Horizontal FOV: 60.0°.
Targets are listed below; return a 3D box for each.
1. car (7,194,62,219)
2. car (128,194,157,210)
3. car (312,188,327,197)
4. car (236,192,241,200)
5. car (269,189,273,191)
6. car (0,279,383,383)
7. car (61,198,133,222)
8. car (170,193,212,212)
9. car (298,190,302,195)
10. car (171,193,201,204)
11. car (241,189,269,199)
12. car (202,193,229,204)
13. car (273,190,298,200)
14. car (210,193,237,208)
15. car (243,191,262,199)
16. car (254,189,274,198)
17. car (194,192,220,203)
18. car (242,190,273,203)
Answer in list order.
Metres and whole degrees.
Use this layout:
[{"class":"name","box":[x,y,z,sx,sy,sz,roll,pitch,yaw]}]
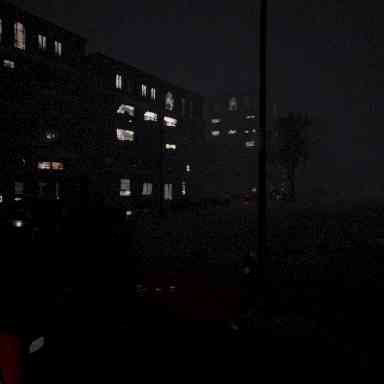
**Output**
[{"class":"car","box":[-11.906,1.206,26.373,1.882,1.535,5.008,1,1,35]},{"class":"car","box":[-5.784,1.037,35.159,1.882,1.535,5.008,1,1,35]},{"class":"car","box":[29.070,0.009,75.595,2.150,2.045,5.566,1,1,35]},{"class":"car","box":[8.737,0.650,60.527,1.947,1.339,4.313,2,2,35]},{"class":"car","box":[15.654,0.424,60.361,2.097,1.767,4.553,1,1,36]},{"class":"car","box":[-0.316,1.544,3.096,4.507,1.381,1.887,0,0,36]},{"class":"car","box":[-6.664,1.329,23.749,1.947,1.339,4.313,2,2,35]},{"class":"car","box":[-0.300,1.132,32.887,1.887,1.381,4.507,2,2,35]},{"class":"car","box":[27.831,0.114,87.947,1.887,1.381,4.507,2,2,35]},{"class":"car","box":[-0.811,0.910,46.817,1.947,1.339,4.313,2,2,35]},{"class":"car","box":[10.073,0.728,52.333,1.837,1.490,4.892,1,1,35]},{"class":"car","box":[3.459,0.871,48.378,1.994,1.385,4.181,1,1,35]},{"class":"car","box":[15.711,0.675,55.877,1.752,1.417,4.829,2,2,35]},{"class":"car","box":[2.883,1.051,37.457,2.008,1.369,4.403,2,2,35]},{"class":"car","box":[11.822,0.526,64.956,1.752,1.417,4.829,2,2,35]},{"class":"car","box":[15.105,0.227,69.661,2.192,1.841,5.009,2,2,35]},{"class":"car","box":[2.372,0.808,51.387,2.008,1.369,4.403,2,2,35]},{"class":"car","box":[9.248,0.876,46.598,2.008,1.369,4.403,2,2,35]}]
